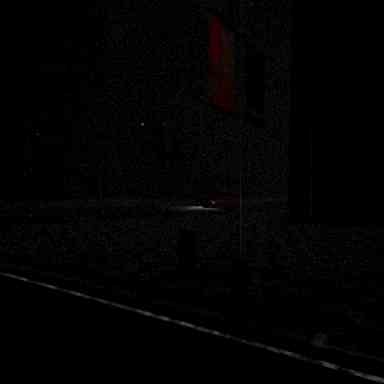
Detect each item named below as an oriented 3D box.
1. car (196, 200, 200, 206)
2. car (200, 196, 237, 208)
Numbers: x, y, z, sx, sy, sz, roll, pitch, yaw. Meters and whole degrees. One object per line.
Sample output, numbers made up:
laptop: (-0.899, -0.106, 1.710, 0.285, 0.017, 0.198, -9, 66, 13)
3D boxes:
car: (2.522, 1.361, 47.362, 4.181, 1.385, 1.994, 0, 0, -41)
car: (3.917, 1.304, 44.256, 5.008, 1.535, 1.882, 0, 0, -41)
